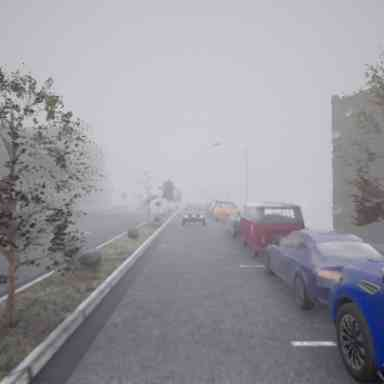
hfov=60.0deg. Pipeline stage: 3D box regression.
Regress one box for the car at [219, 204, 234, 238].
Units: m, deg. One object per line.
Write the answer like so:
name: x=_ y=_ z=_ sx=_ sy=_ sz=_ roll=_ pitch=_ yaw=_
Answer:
car: x=3.027 y=1.678 z=18.863 sx=2.231 sy=1.521 sz=4.892 roll=0 pitch=-1 yaw=0

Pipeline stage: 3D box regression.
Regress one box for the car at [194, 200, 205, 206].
car: x=1.938 y=2.858 z=85.333 sx=2.163 sy=1.488 sz=4.792 roll=0 pitch=-1 yaw=-5

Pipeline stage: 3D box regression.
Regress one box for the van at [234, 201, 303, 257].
van: x=3.018 y=1.386 z=13.468 sx=1.878 sy=1.987 sz=4.442 roll=0 pitch=-1 yaw=0

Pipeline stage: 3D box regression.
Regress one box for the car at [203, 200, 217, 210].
car: x=3.090 y=2.246 z=57.507 sx=2.231 sy=1.521 sz=4.892 roll=0 pitch=-1 yaw=0

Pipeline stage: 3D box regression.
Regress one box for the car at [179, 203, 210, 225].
car: x=0.141 y=1.845 z=26.657 sx=2.033 sy=1.411 sz=5.357 roll=0 pitch=-1 yaw=0

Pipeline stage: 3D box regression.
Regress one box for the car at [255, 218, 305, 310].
car: x=3.008 y=1.588 z=7.823 sx=2.002 sy=1.452 sz=4.674 roll=0 pitch=-1 yaw=0

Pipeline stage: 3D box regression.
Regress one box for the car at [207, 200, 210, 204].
car: x=3.053 y=1.780 z=35.400 sx=2.185 sy=1.767 sz=4.553 roll=0 pitch=-1 yaw=0

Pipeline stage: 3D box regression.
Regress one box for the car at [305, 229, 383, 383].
car: x=3.000 y=1.241 z=2.338 sx=2.435 sy=2.045 sz=5.566 roll=0 pitch=-1 yaw=0

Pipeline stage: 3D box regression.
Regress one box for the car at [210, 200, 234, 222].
car: x=3.044 y=1.700 z=29.880 sx=2.185 sy=1.767 sz=4.553 roll=0 pitch=-1 yaw=0

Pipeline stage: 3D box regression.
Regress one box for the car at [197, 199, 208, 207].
car: x=2.425 y=2.578 z=79.630 sx=2.185 sy=1.767 sz=4.553 roll=0 pitch=-1 yaw=-3

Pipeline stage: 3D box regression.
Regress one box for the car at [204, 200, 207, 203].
car: x=3.072 y=1.950 z=46.569 sx=2.185 sy=1.767 sz=4.553 roll=0 pitch=-1 yaw=0

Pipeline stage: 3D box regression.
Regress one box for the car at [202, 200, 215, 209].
car: x=3.090 y=2.344 z=63.026 sx=2.231 sy=1.521 sz=4.892 roll=0 pitch=-1 yaw=0

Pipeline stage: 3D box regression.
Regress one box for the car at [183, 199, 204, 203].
car: x=0.195 y=2.026 z=42.010 sx=1.837 sy=1.490 sz=4.892 roll=1 pitch=-1 yaw=0

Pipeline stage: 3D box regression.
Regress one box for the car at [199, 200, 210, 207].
car: x=2.764 y=2.582 z=74.115 sx=2.097 sy=1.535 sz=5.008 roll=0 pitch=-1 yaw=-2

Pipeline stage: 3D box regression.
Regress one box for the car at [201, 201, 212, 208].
car: x=2.987 y=2.501 z=68.571 sx=2.002 sy=1.452 sz=4.674 roll=0 pitch=-1 yaw=-1
